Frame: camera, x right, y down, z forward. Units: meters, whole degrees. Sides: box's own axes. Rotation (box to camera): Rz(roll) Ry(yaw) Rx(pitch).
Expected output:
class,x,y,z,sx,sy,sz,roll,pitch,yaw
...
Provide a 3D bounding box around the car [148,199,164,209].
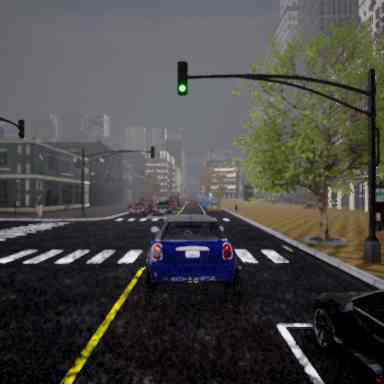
class,x,y,z,sx,sy,sz,roll,pitch,yaw
car,-5.628,1.879,52.423,2.008,1.369,4.403,0,0,0

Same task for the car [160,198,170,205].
class,x,y,z,sx,sy,sz,roll,pitch,yaw
car,-5.609,1.957,68.906,1.752,1.417,4.829,0,0,0

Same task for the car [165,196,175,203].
class,x,y,z,sx,sy,sz,roll,pitch,yaw
car,-5.589,1.853,85.730,2.192,1.841,5.009,0,0,0

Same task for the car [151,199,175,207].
class,x,y,z,sx,sy,sz,roll,pitch,yaw
car,-3.052,1.751,36.056,1.812,1.442,4.674,0,0,-2

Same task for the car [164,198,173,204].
class,x,y,z,sx,sy,sz,roll,pitch,yaw
car,-5.596,2.053,80.177,2.008,1.369,4.403,0,0,0

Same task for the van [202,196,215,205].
class,x,y,z,sx,sy,sz,roll,pitch,yaw
van,2.747,1.634,46.866,1.690,1.788,3.998,0,0,0

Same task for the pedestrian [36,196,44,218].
class,x,y,z,sx,sy,sz,roll,pitch,yaw
pedestrian,-12.719,1.210,27.786,0.375,1.860,0.375,0,-1,-1

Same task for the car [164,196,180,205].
class,x,y,z,sx,sy,sz,roll,pitch,yaw
car,-3.045,1.766,46.091,1.882,1.535,5.008,0,0,0

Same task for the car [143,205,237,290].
class,x,y,z,sx,sy,sz,roll,pitch,yaw
car,-0.111,1.411,9.466,2.097,1.767,4.553,0,0,-3

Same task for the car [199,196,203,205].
class,x,y,z,sx,sy,sz,roll,pitch,yaw
car,2.759,1.914,57.967,2.008,1.369,4.403,0,0,0

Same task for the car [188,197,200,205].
class,x,y,z,sx,sy,sz,roll,pitch,yaw
car,0.179,1.966,64.202,1.994,1.385,4.181,0,0,0

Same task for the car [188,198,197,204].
class,x,y,z,sx,sy,sz,roll,pitch,yaw
car,0.087,2.021,76.785,2.033,1.411,5.357,0,0,0

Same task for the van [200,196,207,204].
class,x,y,z,sx,sy,sz,roll,pitch,yaw
van,2.786,1.844,80.171,1.690,1.788,3.998,0,0,0

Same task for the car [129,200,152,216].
class,x,y,z,sx,sy,sz,roll,pitch,yaw
car,-5.647,1.805,35.770,1.802,1.307,4.206,0,0,0

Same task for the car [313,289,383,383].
class,x,y,z,sx,sy,sz,roll,pitch,yaw
car,2.697,1.587,3.285,1.947,1.339,4.313,0,0,0

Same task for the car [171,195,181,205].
class,x,y,z,sx,sy,sz,roll,pitch,yaw
car,-3.007,1.576,56.589,2.150,2.045,5.566,0,0,1

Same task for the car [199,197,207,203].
class,x,y,z,sx,sy,sz,roll,pitch,yaw
car,2.791,2.064,85.891,1.752,1.417,4.829,0,0,0

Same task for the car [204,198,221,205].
class,x,y,z,sx,sy,sz,roll,pitch,yaw
car,2.740,1.785,41.484,1.752,1.417,4.829,0,0,0

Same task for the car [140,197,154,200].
class,x,y,z,sx,sy,sz,roll,pitch,yaw
car,-5.639,1.573,41.322,2.192,1.841,5.009,0,0,0
